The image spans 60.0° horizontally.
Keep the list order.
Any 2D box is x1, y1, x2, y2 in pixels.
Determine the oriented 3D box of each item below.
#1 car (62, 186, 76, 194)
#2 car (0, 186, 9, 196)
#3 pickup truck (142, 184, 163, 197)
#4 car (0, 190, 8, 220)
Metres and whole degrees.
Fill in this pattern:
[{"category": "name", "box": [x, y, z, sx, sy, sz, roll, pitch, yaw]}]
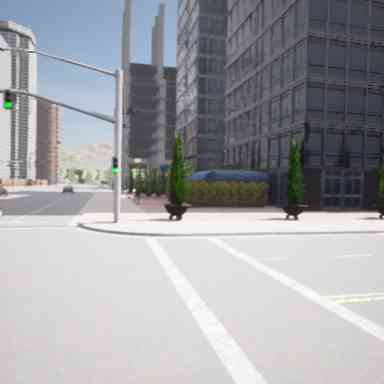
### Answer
[{"category": "car", "box": [-22.732, -0.470, 61.357, 1.812, 1.442, 4.674, 1, 1, -15]}, {"category": "car", "box": [-25.193, -0.079, 43.002, 1.812, 1.442, 4.674, 1, 1, -15]}, {"category": "pickup truck", "box": [-6.449, -0.328, 50.892, 2.390, 2.098, 6.274, 2, 1, 16]}, {"category": "car", "box": [-10.964, 0.854, 16.481, 1.837, 1.490, 4.892, 1, 1, -15]}]
